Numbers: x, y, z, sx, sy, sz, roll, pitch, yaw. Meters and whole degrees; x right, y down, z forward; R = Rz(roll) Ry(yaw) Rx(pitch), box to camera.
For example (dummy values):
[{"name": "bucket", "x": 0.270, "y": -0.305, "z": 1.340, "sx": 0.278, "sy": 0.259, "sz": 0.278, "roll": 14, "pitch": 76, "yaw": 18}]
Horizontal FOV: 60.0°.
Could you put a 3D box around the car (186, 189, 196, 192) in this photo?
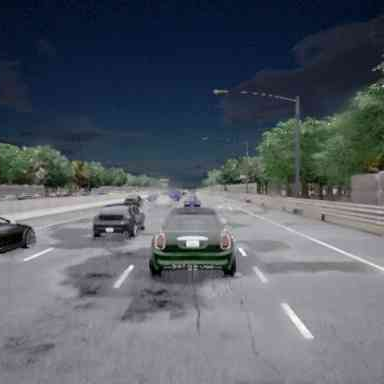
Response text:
[{"name": "car", "x": 0.199, "y": 0.755, "z": 79.532, "sx": 2.128, "sy": 1.511, "sz": 4.902, "roll": 0, "pitch": 1, "yaw": 0}]

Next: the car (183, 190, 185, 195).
[{"name": "car", "x": -3.296, "y": 0.810, "z": 81.560, "sx": 1.895, "sy": 1.301, "sz": 4.718, "roll": 0, "pitch": 1, "yaw": 0}]

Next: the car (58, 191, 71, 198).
[{"name": "car", "x": -27.817, "y": 0.543, "z": 73.482, "sx": 1.882, "sy": 1.535, "sz": 5.008, "roll": 0, "pitch": 1, "yaw": 0}]

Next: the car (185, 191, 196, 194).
[{"name": "car", "x": 0.153, "y": 1.016, "z": 61.416, "sx": 1.895, "sy": 1.301, "sz": 4.718, "roll": 0, "pitch": 1, "yaw": 0}]

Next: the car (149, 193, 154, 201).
[{"name": "car", "x": -6.847, "y": 0.905, "z": 61.439, "sx": 1.882, "sy": 1.535, "sz": 5.008, "roll": 0, "pitch": 1, "yaw": 0}]

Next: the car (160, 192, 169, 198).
[{"name": "car", "x": -6.791, "y": 0.699, "z": 83.557, "sx": 1.837, "sy": 1.490, "sz": 4.892, "roll": 0, "pitch": 1, "yaw": 0}]

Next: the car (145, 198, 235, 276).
[{"name": "car", "x": 0.023, "y": 1.232, "z": 10.075, "sx": 2.097, "sy": 1.767, "sz": 4.553, "roll": 0, "pitch": 1, "yaw": 0}]

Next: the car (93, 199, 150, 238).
[{"name": "car", "x": -3.462, "y": 1.325, "z": 16.443, "sx": 1.837, "sy": 1.490, "sz": 4.892, "roll": 0, "pitch": 1, "yaw": 0}]

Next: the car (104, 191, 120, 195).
[{"name": "car", "x": -17.317, "y": 0.524, "z": 73.456, "sx": 1.882, "sy": 1.535, "sz": 5.008, "roll": 0, "pitch": 1, "yaw": 0}]

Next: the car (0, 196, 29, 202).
[{"name": "car", "x": -17.490, "y": 1.202, "z": 32.544, "sx": 1.837, "sy": 1.490, "sz": 4.892, "roll": 0, "pitch": 0, "yaw": 0}]

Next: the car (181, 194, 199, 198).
[{"name": "car", "x": 0.094, "y": 1.219, "z": 38.031, "sx": 1.895, "sy": 1.301, "sz": 4.718, "roll": 0, "pitch": 0, "yaw": 0}]

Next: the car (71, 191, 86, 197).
[{"name": "car", "x": -24.317, "y": 0.584, "z": 73.474, "sx": 2.128, "sy": 1.511, "sz": 4.902, "roll": 0, "pitch": 1, "yaw": 0}]

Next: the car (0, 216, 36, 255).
[{"name": "car", "x": -6.974, "y": 1.447, "z": 11.043, "sx": 1.994, "sy": 1.385, "sz": 4.181, "roll": 0, "pitch": 1, "yaw": 0}]

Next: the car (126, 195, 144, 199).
[{"name": "car", "x": -6.902, "y": 1.123, "z": 39.840, "sx": 1.837, "sy": 1.490, "sz": 4.892, "roll": 0, "pitch": 0, "yaw": 0}]

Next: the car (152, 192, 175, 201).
[{"name": "car", "x": -3.399, "y": 1.129, "z": 40.726, "sx": 1.812, "sy": 1.442, "sz": 4.674, "roll": 0, "pitch": 0, "yaw": 0}]

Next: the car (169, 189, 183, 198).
[{"name": "car", "x": -3.348, "y": 0.643, "z": 61.474, "sx": 2.150, "sy": 2.045, "sz": 5.566, "roll": 0, "pitch": 1, "yaw": 0}]

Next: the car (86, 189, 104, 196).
[{"name": "car", "x": -20.818, "y": 0.278, "z": 73.432, "sx": 2.150, "sy": 2.045, "sz": 5.566, "roll": 0, "pitch": 1, "yaw": 0}]
